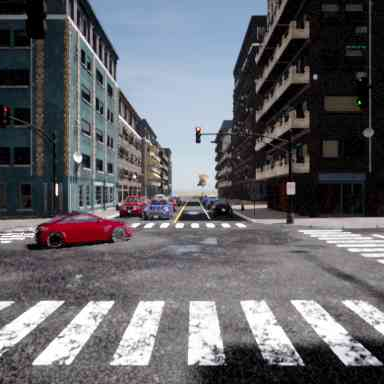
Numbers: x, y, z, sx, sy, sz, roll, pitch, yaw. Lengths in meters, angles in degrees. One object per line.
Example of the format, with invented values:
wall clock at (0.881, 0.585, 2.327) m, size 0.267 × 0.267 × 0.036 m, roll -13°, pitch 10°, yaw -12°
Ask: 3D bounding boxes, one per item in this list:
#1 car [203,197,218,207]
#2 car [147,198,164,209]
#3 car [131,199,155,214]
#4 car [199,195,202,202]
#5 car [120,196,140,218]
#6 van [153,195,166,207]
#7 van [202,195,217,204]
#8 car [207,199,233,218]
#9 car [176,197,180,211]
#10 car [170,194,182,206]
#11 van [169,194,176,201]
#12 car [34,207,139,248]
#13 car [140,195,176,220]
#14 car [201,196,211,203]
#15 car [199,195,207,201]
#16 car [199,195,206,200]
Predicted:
car at (2.718, 1.571, 41.263) m, size 1.802 × 1.307 × 4.206 m, roll 0°, pitch 0°, yaw 0°
car at (-5.142, 1.530, 46.844) m, size 1.887 × 1.381 × 4.507 m, roll 0°, pitch 0°, yaw 0°
car at (-5.183, 1.537, 35.739) m, size 1.887 × 1.381 × 4.507 m, roll 0°, pitch 0°, yaw 0°
car at (2.779, 1.419, 57.918) m, size 1.967 × 1.590 × 4.097 m, roll 0°, pitch 0°, yaw 0°
car at (-5.204, 1.309, 30.187) m, size 2.192 × 1.841 × 5.009 m, roll 0°, pitch 0°, yaw 0°
van at (-5.122, 1.323, 52.395) m, size 1.690 × 1.788 × 3.998 m, roll 0°, pitch 0°, yaw 0°
van at (2.739, 1.327, 46.815) m, size 1.690 × 1.788 × 3.998 m, roll 0°, pitch 0°, yaw 0°
car at (2.676, 1.560, 30.159) m, size 1.947 × 1.339 × 4.313 m, roll 0°, pitch 0°, yaw 0°
car at (-2.709, 1.468, 38.085) m, size 1.882 × 1.535 × 5.008 m, roll 0°, pitch 0°, yaw 0°
car at (-2.647, 1.460, 51.926) m, size 1.882 × 1.535 × 5.008 m, roll 0°, pitch 0°, yaw 1°
van at (-4.998, 1.297, 85.707) m, size 1.690 × 1.788 × 3.998 m, roll 0°, pitch 0°, yaw 0°
car at (-4.853, 1.609, 15.051) m, size 4.181 × 1.385 × 1.994 m, roll -1°, pitch 0°, yaw -30°
car at (-2.774, 1.347, 28.099) m, size 2.097 × 1.767 × 4.553 m, roll 0°, pitch 0°, yaw 1°
car at (2.820, 1.522, 69.023) m, size 2.008 × 1.369 × 4.403 m, roll 0°, pitch 0°, yaw 0°
car at (2.881, 1.500, 85.679) m, size 1.887 × 1.381 × 4.507 m, roll 0°, pitch 0°, yaw 0°
car at (2.902, 1.495, 91.231) m, size 1.887 × 1.381 × 4.507 m, roll 0°, pitch 0°, yaw 0°
